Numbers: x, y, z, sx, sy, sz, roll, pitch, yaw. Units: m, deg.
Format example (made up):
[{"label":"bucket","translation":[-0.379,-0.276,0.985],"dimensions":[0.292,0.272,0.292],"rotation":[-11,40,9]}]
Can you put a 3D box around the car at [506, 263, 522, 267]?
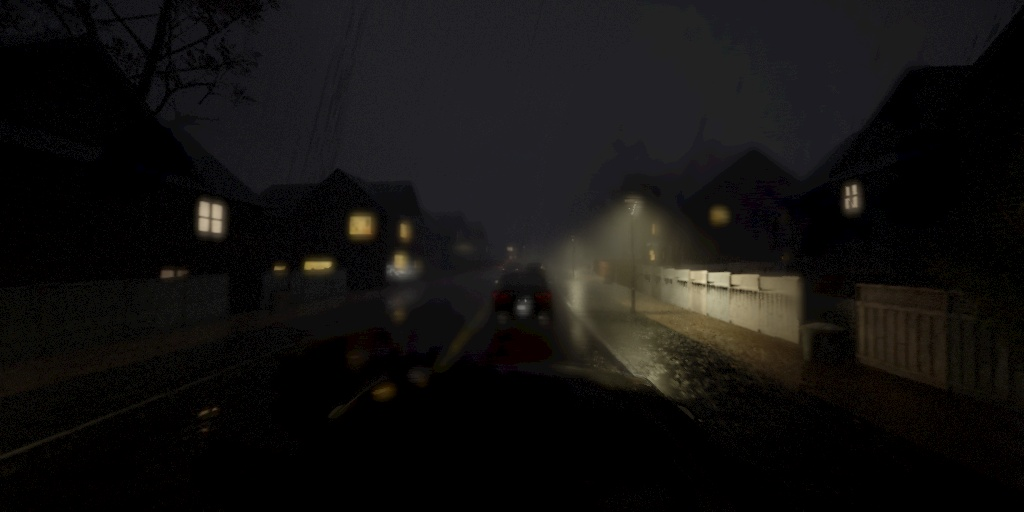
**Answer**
[{"label":"car","translation":[0.362,1.499,39.099],"dimensions":[1.812,1.442,4.674],"rotation":[0,0,9]}]

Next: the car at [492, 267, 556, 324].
[{"label":"car","translation":[0.441,1.304,12.357],"dimensions":[1.882,1.535,5.008],"rotation":[0,0,3]}]

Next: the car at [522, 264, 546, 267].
[{"label":"car","translation":[2.324,1.437,32.345],"dimensions":[1.837,1.490,4.892],"rotation":[0,0,8]}]
